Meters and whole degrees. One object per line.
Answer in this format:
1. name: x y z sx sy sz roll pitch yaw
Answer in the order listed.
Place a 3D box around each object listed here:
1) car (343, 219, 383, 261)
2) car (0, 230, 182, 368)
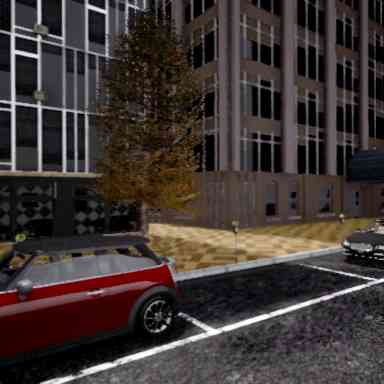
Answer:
1. car: 7.004 1.607 11.573 4.403 1.369 2.008 0 -1 -36
2. car: -2.247 1.445 4.969 4.097 1.590 1.967 0 -1 -36
